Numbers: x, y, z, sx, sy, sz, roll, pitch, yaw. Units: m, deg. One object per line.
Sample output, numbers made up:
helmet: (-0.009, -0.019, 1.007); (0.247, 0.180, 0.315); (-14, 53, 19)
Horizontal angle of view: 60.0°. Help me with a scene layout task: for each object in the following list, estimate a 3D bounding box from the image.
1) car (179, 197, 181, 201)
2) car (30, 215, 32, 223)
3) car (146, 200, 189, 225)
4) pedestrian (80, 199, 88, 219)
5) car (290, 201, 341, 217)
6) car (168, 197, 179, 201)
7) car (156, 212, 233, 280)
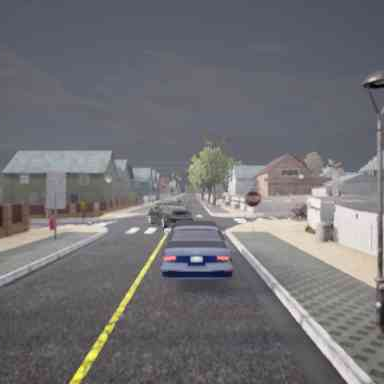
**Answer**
car: (-2.809, 1.573, 47.670); (1.812, 1.442, 4.674); (0, 0, -2)
car: (-14.101, 1.838, 23.896); (4.902, 1.511, 2.128); (-2, -1, 0)
car: (-1.589, 1.533, 22.255); (1.837, 1.490, 4.892); (1, 0, -24)
pedestrian: (-9.681, 1.492, 29.787); (0.375, 1.860, 0.375); (0, 0, 0)
car: (10.377, 1.094, 26.988); (4.553, 1.767, 2.097); (-1, -1, 0)
car: (-2.831, 1.587, 37.167); (2.033, 1.411, 5.357); (0, 0, 0)
car: (0.103, 1.561, 9.987); (2.033, 1.411, 5.357); (0, 0, 0)
